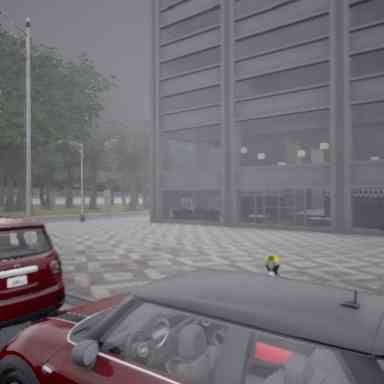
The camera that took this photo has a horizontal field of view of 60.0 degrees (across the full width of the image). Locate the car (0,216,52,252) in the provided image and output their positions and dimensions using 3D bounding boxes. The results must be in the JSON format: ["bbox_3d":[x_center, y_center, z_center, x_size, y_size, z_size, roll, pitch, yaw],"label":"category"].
[{"bbox_3d":[-4.412,1.369,6.101,5.009,1.841,2.192,-1,0,35],"label":"car"}]

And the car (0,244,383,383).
[{"bbox_3d":[0.019,1.452,2.947,4.097,1.590,1.967,-1,0,35],"label":"car"}]
